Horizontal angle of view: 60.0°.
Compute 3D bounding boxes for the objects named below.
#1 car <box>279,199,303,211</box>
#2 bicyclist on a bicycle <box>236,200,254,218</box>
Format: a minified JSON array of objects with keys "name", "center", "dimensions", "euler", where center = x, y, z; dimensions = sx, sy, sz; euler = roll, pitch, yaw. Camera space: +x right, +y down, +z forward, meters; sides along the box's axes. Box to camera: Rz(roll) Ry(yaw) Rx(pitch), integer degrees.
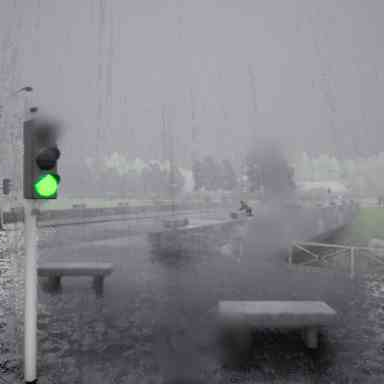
[{"name":"car","center":[12.323,1.589,41.329],"dimensions":[1.994,1.385,4.181],"euler":[0,0,35]},{"name":"bicyclist on a bicycle","center":[3.351,1.366,21.514],"dimensions":[1.656,1.620,0.582],"euler":[0,0,35]}]
